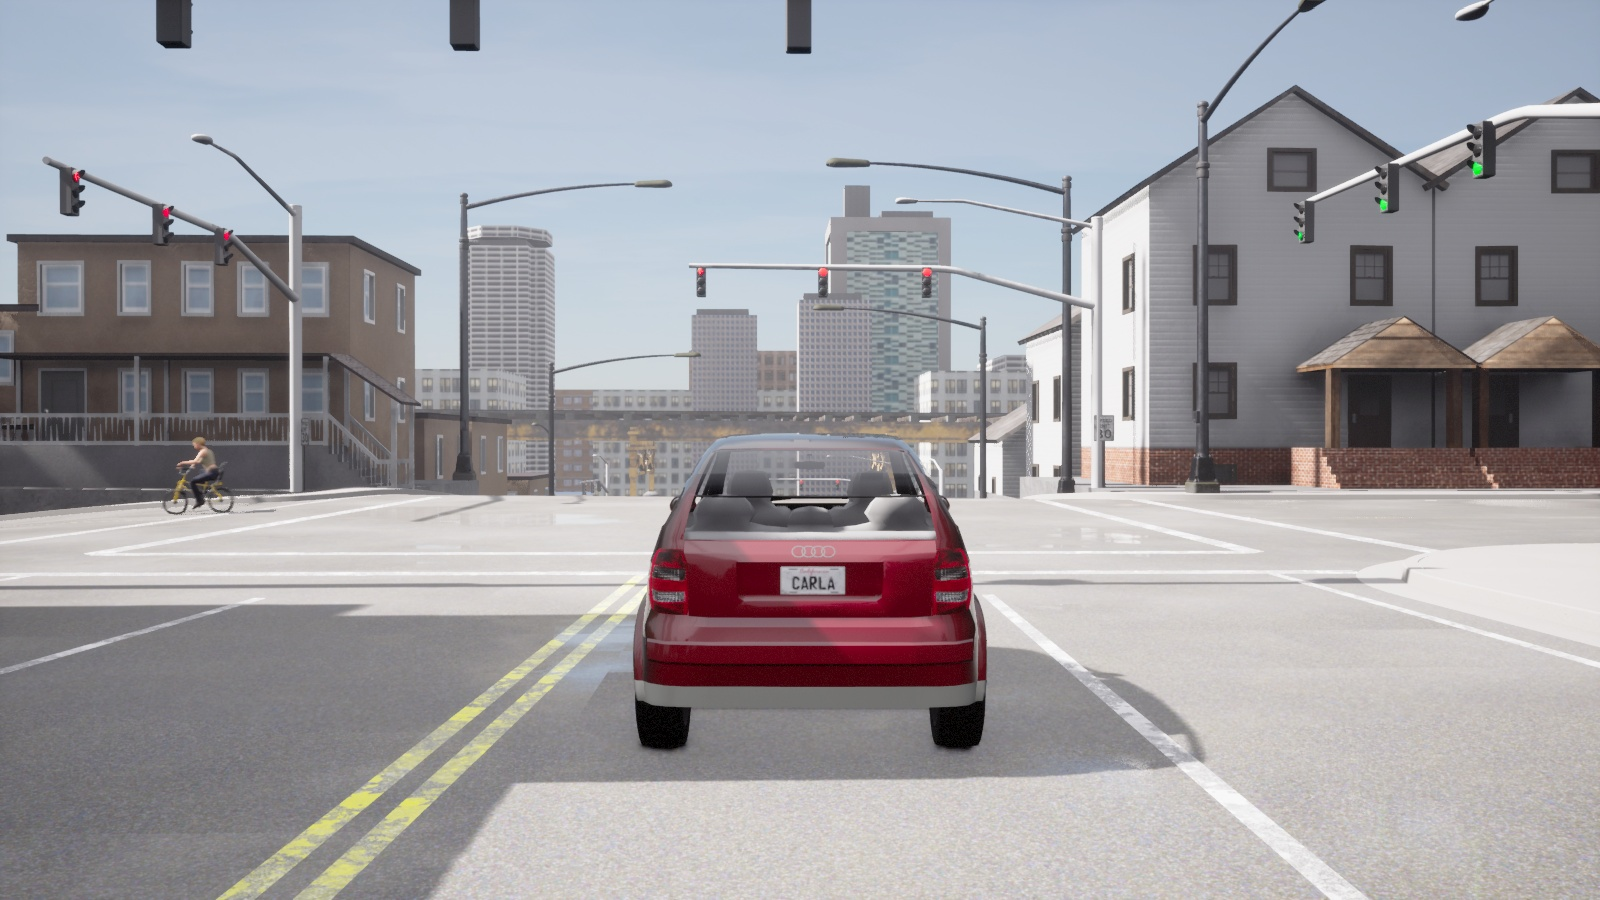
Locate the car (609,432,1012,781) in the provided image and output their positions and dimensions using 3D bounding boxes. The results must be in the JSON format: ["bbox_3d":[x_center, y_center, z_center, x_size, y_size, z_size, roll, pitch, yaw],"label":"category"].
[{"bbox_3d":[0.056,0.683,7.431,1.789,1.549,3.705,0,0,0],"label":"car"}]

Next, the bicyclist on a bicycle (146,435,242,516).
[{"bbox_3d":[-12.640,0.524,26.216,1.509,1.612,0.866,-2,0,0],"label":"bicyclist on a bicycle"}]
